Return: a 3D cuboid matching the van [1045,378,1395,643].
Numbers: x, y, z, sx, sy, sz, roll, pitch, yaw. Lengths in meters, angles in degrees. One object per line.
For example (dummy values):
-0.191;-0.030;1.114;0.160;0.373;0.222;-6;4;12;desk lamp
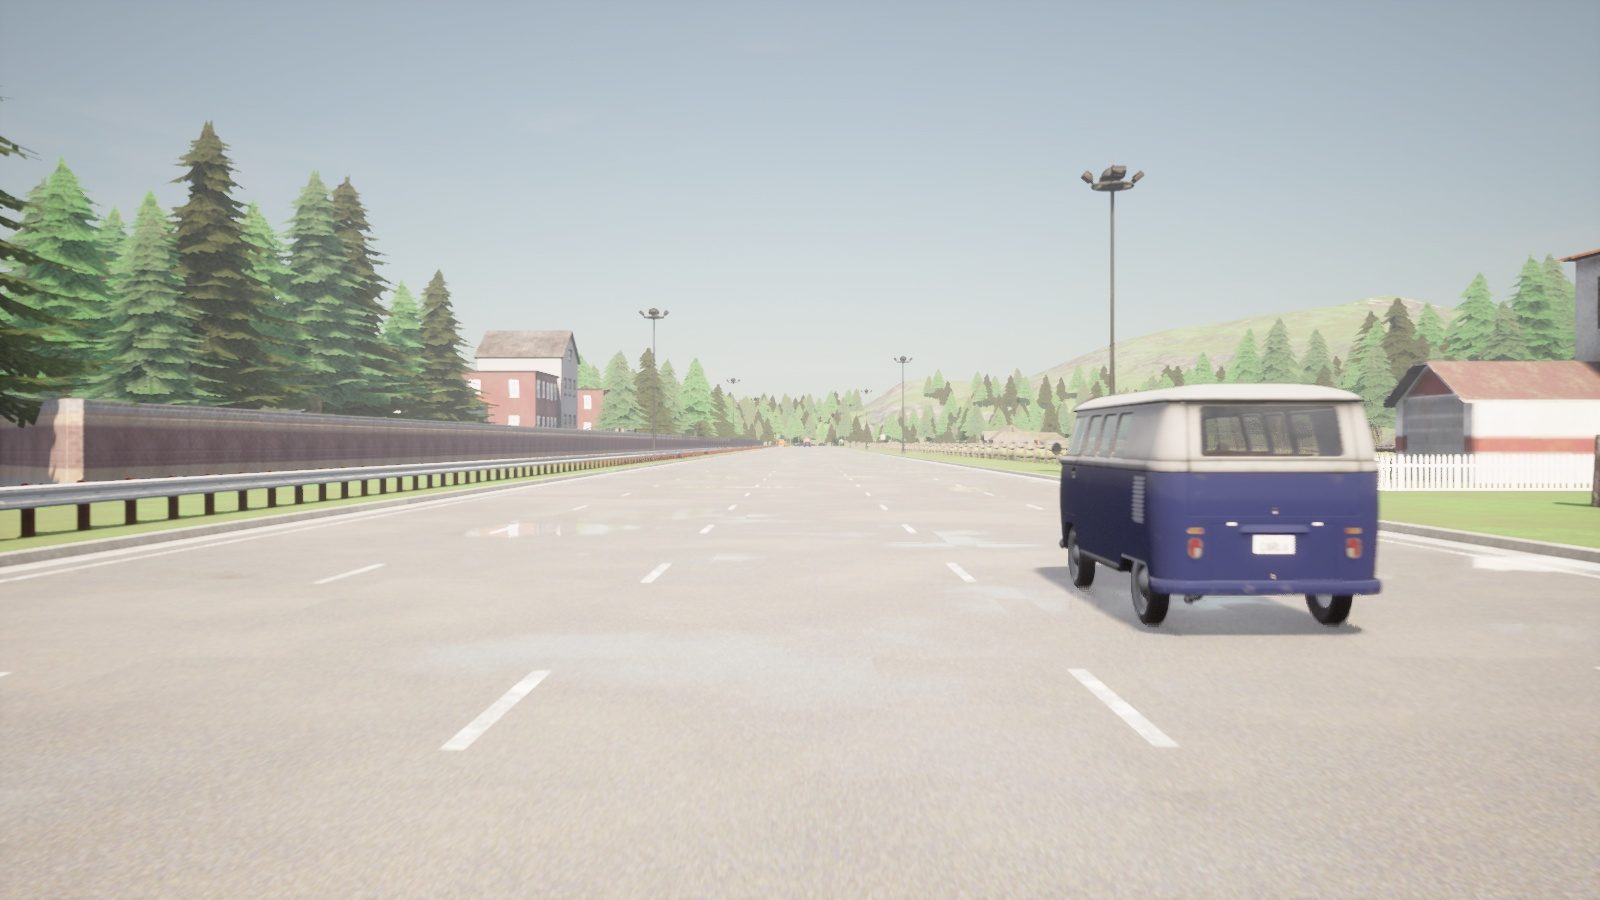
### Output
3.583;0.437;11.646;1.775;1.987;4.442;0;0;0;van
